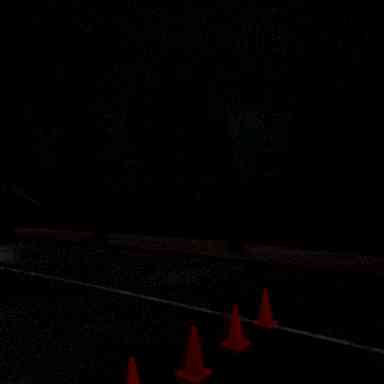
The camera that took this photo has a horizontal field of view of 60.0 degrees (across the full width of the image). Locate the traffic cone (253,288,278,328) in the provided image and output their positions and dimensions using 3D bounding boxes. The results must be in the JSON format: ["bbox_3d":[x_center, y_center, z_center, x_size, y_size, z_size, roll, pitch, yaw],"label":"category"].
[{"bbox_3d":[1.250,1.943,5.683,0.340,0.580,0.340,0,0,38],"label":"traffic cone"}]

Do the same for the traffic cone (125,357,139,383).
[{"bbox_3d":[-0.600,1.952,3.321,0.340,0.580,0.340,0,0,38],"label":"traffic cone"}]

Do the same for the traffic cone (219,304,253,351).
[{"bbox_3d":[0.633,1.946,4.896,0.340,0.580,0.340,0,0,38],"label":"traffic cone"}]

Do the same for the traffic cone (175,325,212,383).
[{"bbox_3d":[0.017,1.949,4.108,0.340,0.580,0.340,0,0,38],"label":"traffic cone"}]
